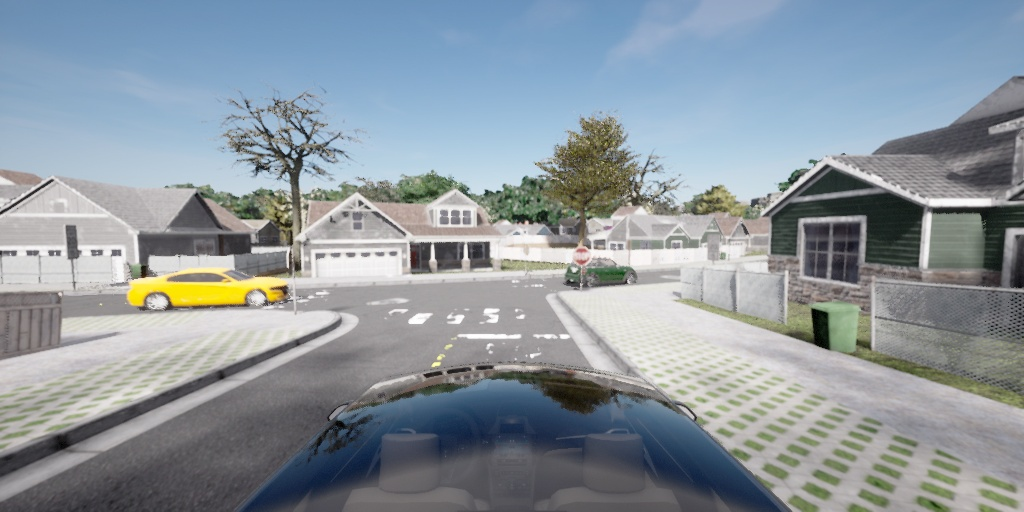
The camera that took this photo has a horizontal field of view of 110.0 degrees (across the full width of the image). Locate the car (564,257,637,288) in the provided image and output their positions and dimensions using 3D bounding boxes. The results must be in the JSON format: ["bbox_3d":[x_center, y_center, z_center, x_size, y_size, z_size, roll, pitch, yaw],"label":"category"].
[{"bbox_3d":[5.502,0.849,22.011,4.553,1.767,2.097,-1,4,-28],"label":"car"}]

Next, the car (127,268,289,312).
[{"bbox_3d":[-11.894,1.222,14.401,5.008,1.535,1.882,0,4,-20],"label":"car"}]
